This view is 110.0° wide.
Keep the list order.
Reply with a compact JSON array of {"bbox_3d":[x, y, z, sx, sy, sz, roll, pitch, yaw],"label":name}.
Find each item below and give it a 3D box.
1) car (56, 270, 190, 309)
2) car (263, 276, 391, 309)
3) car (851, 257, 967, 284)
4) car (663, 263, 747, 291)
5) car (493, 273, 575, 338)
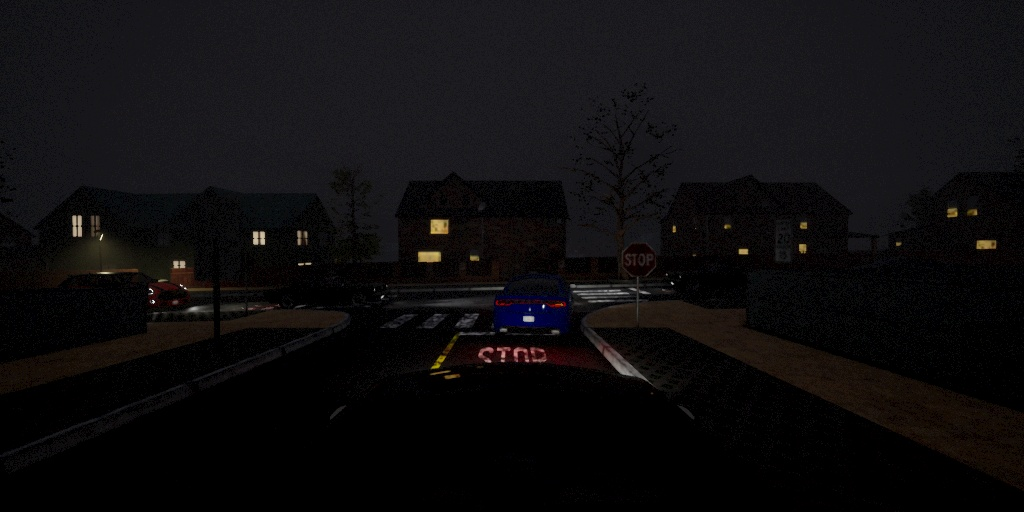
[{"bbox_3d":[-16.799,1.472,15.488,4.553,1.767,2.097,-1,1,0],"label":"car"},{"bbox_3d":[-7.812,1.506,15.496,4.718,1.301,1.895,-1,1,0],"label":"car"},{"bbox_3d":[20.055,0.754,18.461,5.357,1.411,2.033,-1,1,0],"label":"car"},{"bbox_3d":[10.410,1.034,18.424,4.718,1.301,1.895,-1,1,-1],"label":"car"},{"bbox_3d":[0.786,1.227,10.289,1.882,1.535,5.008,0,0,10],"label":"car"}]
